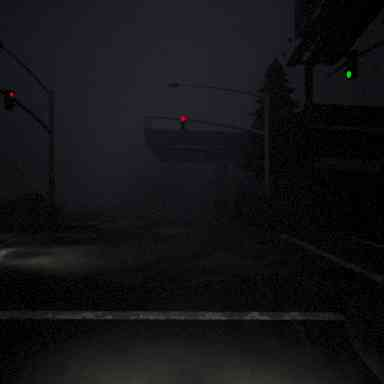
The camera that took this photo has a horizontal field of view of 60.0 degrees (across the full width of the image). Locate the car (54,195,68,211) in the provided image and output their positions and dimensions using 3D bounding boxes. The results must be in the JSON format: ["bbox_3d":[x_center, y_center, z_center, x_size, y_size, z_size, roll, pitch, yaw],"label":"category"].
[{"bbox_3d":[-16.215,1.356,36.971,3.806,1.475,1.970,0,0,-1],"label":"car"}]

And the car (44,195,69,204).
[{"bbox_3d":[-24.092,1.312,59.330,3.633,1.501,1.845,0,0,-1],"label":"car"}]

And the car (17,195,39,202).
[{"bbox_3d":[-35.165,1.375,71.248,3.806,1.475,1.970,0,0,-1],"label":"car"}]

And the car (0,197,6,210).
[{"bbox_3d":[-9.101,1.159,10.983,4.553,1.767,2.097,0,0,-1],"label":"car"}]

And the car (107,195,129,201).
[{"bbox_3d":[-16.573,1.330,74.364,4.514,1.523,2.007,0,0,-1],"label":"car"}]

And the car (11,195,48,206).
[{"bbox_3d":[-24.067,1.292,49.337,4.514,1.523,2.007,0,0,-1],"label":"car"}]

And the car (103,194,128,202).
[{"bbox_3d":[-16.499,1.321,71.228,5.027,1.636,2.152,0,0,-1],"label":"car"}]

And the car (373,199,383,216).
[{"bbox_3d":[17.199,1.476,33.326,2.242,1.667,4.611,0,0,-1],"label":"car"}]

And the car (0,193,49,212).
[{"bbox_3d":[-16.804,1.073,33.643,3.866,1.878,1.905,0,0,-1],"label":"car"}]
